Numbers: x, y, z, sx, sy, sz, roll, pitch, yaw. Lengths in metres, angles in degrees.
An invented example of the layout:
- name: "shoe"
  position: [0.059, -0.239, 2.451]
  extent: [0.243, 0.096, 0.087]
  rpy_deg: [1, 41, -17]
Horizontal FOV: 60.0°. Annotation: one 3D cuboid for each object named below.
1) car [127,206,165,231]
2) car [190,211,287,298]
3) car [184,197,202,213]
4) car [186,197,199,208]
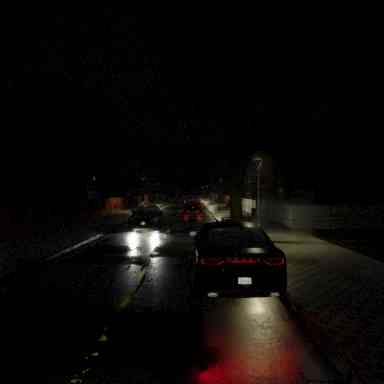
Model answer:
- name: "car"
  position: [-2.729, 1.558, 20.528]
  extent: [1.994, 1.385, 4.181]
  rpy_deg: [0, 0, 0]
- name: "car"
  position: [0.971, 1.476, 8.574]
  extent: [1.882, 1.535, 5.008]
  rpy_deg: [0, 0, 0]
- name: "car"
  position: [0.116, 1.460, 37.033]
  extent: [1.882, 1.535, 5.008]
  rpy_deg: [0, 0, 1]
- name: "car"
  position: [0.050, 1.495, 47.194]
  extent: [1.812, 1.442, 4.674]
  rpy_deg: [0, 0, 0]
